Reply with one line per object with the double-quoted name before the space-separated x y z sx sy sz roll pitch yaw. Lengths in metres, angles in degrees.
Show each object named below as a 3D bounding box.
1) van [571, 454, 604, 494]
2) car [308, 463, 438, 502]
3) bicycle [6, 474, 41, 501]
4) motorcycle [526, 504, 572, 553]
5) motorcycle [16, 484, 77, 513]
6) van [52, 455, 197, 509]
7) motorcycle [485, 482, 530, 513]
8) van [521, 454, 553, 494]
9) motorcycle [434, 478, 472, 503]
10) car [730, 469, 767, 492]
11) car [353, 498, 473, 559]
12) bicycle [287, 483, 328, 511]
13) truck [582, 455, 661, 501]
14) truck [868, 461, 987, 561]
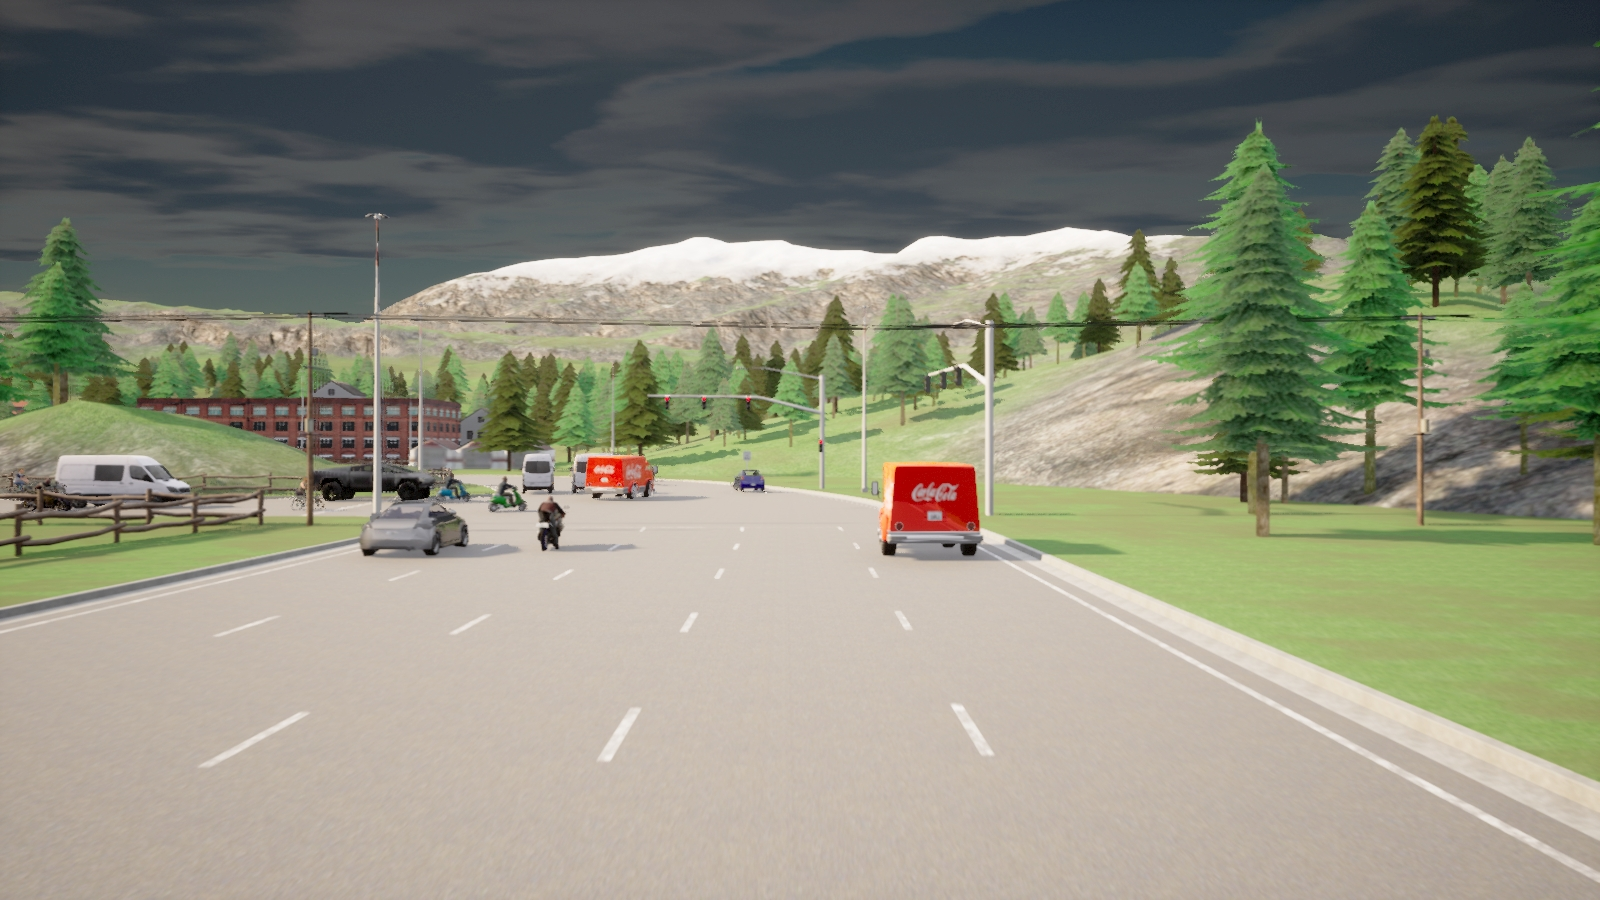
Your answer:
"van" -14.171 1.535 75.974 1.988 2.561 5.915 0 0 -13
"car" -23.445 1.754 62.893 6.274 2.098 2.390 0 0 -2
"bicycle" -42.532 2.057 62.567 1.643 1.496 0.373 0 0 -1
"motorcycle" -7.134 2.205 32.597 0.867 1.251 2.209 0 0 -1
"motorcycle" -34.411 2.206 52.179 2.209 1.251 0.867 0 0 -1
"van" -32.864 1.535 55.697 5.915 2.561 1.988 0 0 -1
"motorcycle" -13.203 2.142 51.570 1.805 1.316 0.856 0 -3 -30
"van" -17.453 1.536 75.812 1.988 2.561 5.915 0 0 -13
"motorcycle" -18.442 2.143 60.747 1.805 1.316 0.856 0 -2 -26
"car" -3.489 2.039 76.931 1.845 1.501 3.633 0 0 -13
"car" -10.610 2.119 31.657 1.994 1.385 4.181 0 0 -1
"bicycle" -22.584 2.159 52.404 1.487 1.276 0.859 0 0 -2
"truck" -10.329 1.571 66.547 2.627 2.467 5.204 1 1 15
"truck" 3.393 1.568 31.505 2.627 2.467 5.204 0 0 -1
